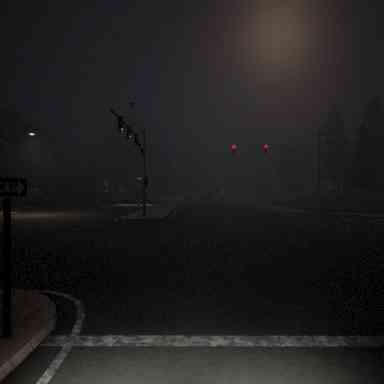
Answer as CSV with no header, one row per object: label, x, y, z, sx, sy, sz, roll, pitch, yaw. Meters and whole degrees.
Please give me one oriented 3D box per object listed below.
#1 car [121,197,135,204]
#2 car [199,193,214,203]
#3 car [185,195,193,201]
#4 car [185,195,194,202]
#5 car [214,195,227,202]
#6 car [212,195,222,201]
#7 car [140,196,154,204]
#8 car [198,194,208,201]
car,-11.976,1.601,61.913,1.895,1.301,4.718,0,0,0
car,2.950,1.225,71.012,2.150,2.045,5.566,0,0,-1
car,-0.750,1.505,83.492,1.994,1.385,4.181,0,0,-1
car,-0.584,1.478,72.659,1.882,1.535,5.008,0,0,-1
car,6.423,1.525,72.332,1.812,1.442,4.674,0,0,-1
car,6.249,1.482,83.610,2.128,1.511,4.902,0,0,-1
car,-8.481,1.601,61.980,1.895,1.301,4.718,0,0,0
car,2.749,1.319,83.541,2.097,1.767,4.553,0,0,-1
